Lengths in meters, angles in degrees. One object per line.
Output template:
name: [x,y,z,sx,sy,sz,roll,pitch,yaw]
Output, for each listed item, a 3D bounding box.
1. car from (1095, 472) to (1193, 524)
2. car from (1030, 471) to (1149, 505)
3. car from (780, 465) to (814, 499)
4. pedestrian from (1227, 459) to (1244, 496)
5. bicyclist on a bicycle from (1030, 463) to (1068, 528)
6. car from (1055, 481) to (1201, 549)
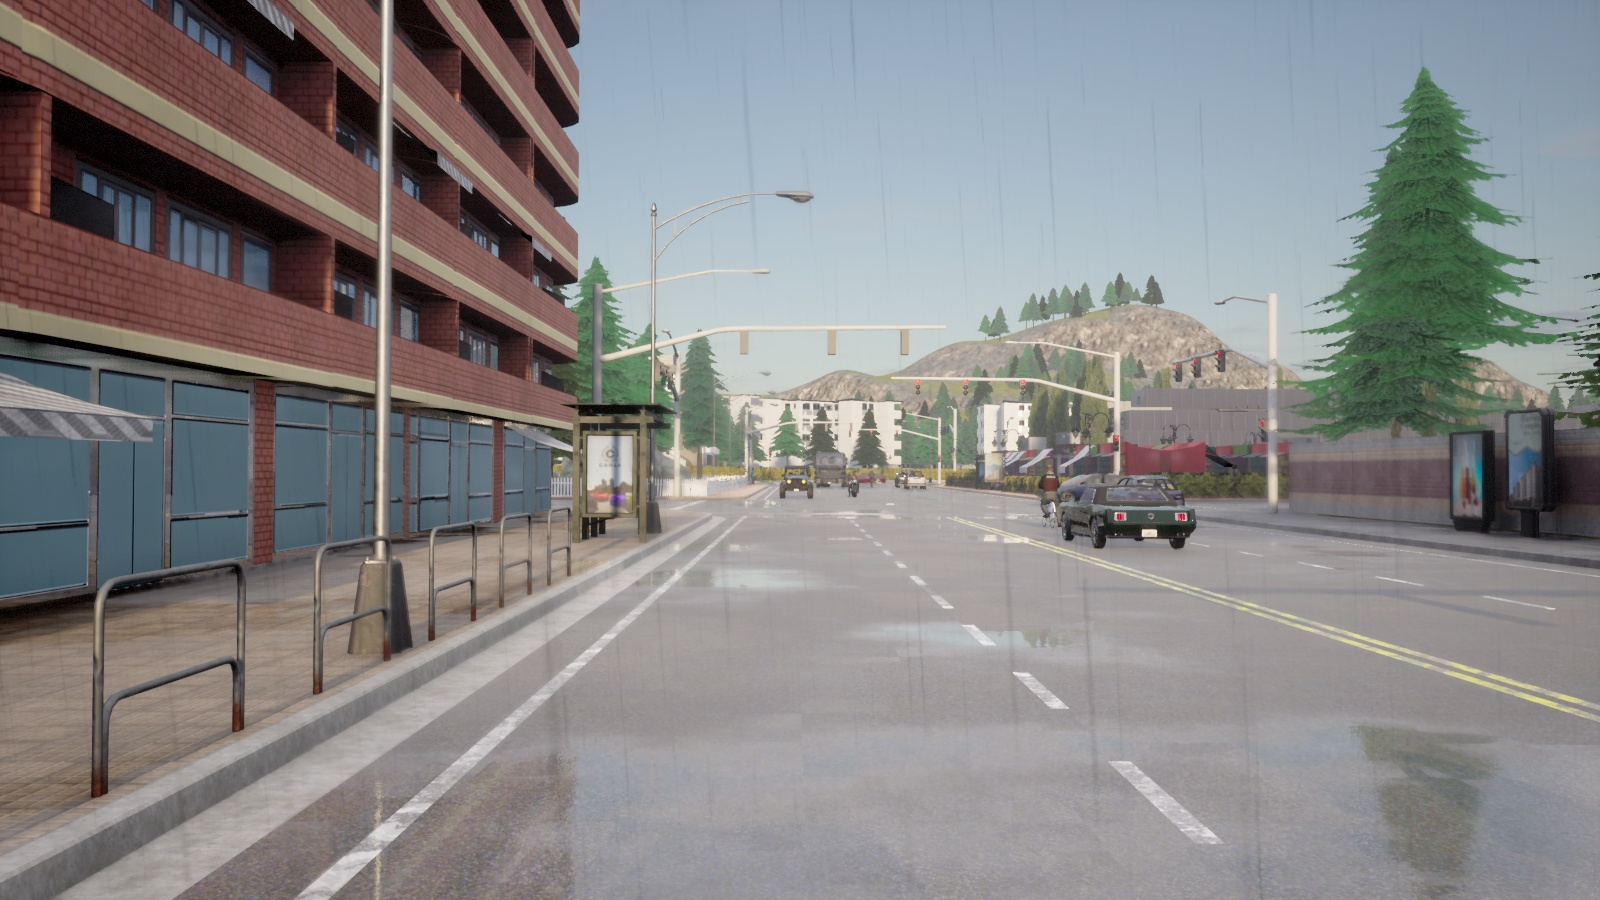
car: [10.400,1.428,38.265,1.816,1.474,4.193,0,-1,0]
car: [13.085,1.698,56.850,4.792,1.488,2.163,0,-1,-14]
car: [-0.188,1.817,72.000,1.905,1.878,3.866,0,-1,0]
pedestrian: [22.469,1.408,64.778,0.692,1.930,0.396,0,-1,2]
bicyclist on a bicycle: [6.908,1.242,34.922,0.659,1.776,1.843,0,-1,0]
car: [6.929,1.340,27.048,1.895,1.301,4.718,0,-1,0]
